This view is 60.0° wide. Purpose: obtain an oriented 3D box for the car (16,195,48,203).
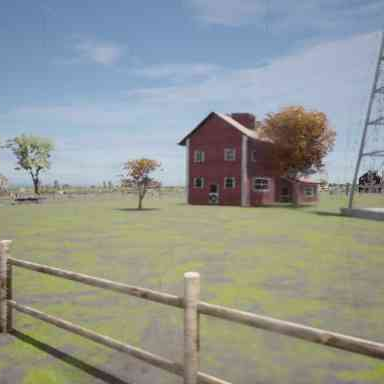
[{"bbox_3d":[-27.027,1.188,56.253,1.895,1.301,4.718,1,2,35],"label":"car"}]
